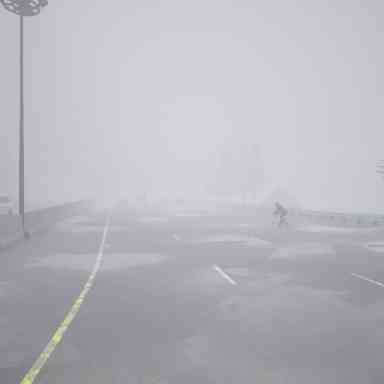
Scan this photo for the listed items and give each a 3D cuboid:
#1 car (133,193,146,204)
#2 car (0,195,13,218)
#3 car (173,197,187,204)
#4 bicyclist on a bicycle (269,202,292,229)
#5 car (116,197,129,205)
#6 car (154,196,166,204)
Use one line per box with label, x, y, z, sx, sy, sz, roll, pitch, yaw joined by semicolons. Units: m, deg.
car;-10.336;1.221;65.878;2.150;2.045;5.566;0;0;-13
car;-15.379;1.226;25.222;2.150;2.045;5.566;0;0;-13
car;-2.258;1.547;62.003;2.033;1.411;5.357;0;0;-12
bicyclist on a bicycle;5.357;1.455;20.255;0.582;1.620;1.656;0;-2;-41
car;-12.291;1.547;58.907;2.033;1.411;5.357;0;0;-15
car;-6.005;1.547;62.673;2.033;1.411;5.357;0;0;-12
